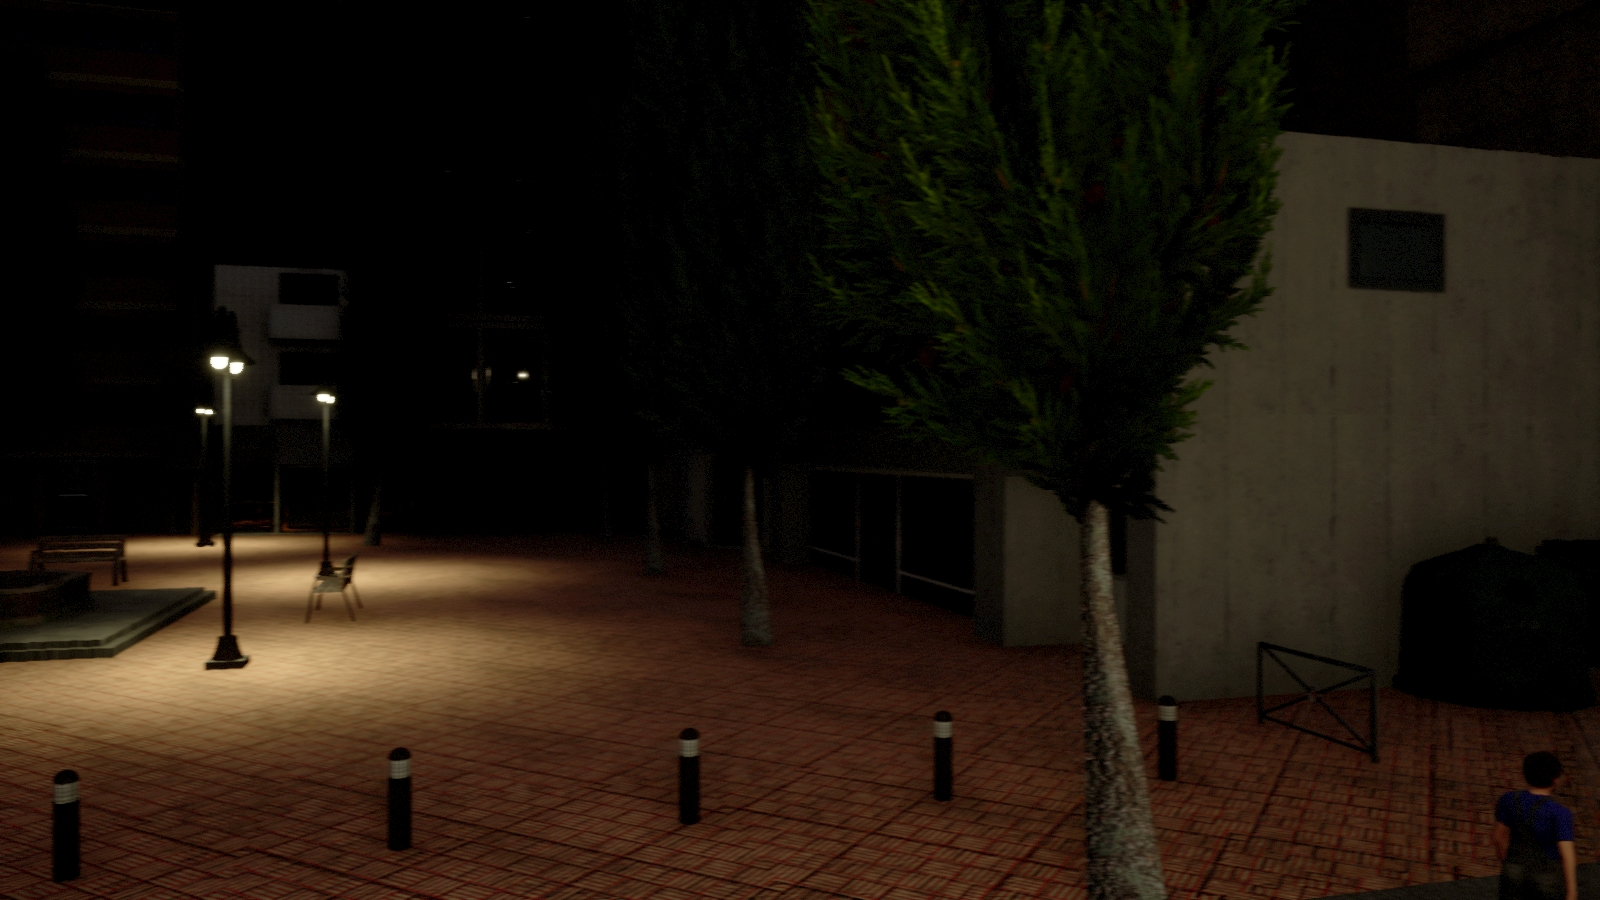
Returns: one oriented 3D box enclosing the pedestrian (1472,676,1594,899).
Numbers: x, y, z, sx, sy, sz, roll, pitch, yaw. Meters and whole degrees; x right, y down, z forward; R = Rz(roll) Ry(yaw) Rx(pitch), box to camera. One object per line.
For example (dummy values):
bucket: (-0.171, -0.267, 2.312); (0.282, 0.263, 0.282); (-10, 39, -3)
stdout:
pedestrian: (3.561, 1.800, 5.559); (0.375, 1.300, 0.375); (0, 0, -32)
